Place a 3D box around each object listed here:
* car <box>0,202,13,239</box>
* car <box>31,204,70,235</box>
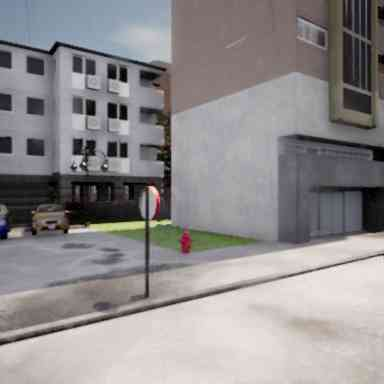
[{"bbox_3d":[-10.004,1.345,16.138,2.242,1.667,4.611,0,0,-25],"label":"car"},{"bbox_3d":[-7.682,1.402,17.965,1.816,1.474,4.193,0,0,-25],"label":"car"}]
